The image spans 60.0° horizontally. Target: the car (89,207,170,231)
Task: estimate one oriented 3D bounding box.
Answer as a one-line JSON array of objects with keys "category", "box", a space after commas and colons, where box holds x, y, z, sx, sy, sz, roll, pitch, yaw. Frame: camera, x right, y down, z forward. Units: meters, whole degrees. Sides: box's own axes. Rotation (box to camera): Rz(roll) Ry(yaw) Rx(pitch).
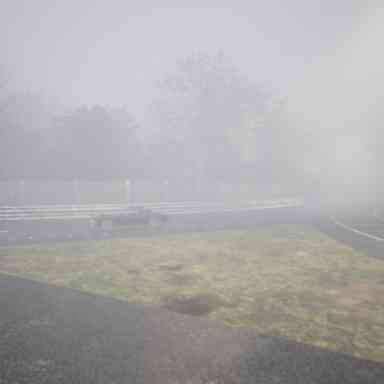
[{"category": "car", "box": [-3.903, 1.606, 20.634, 4.718, 1.301, 1.895, -1, 0, -27]}]
